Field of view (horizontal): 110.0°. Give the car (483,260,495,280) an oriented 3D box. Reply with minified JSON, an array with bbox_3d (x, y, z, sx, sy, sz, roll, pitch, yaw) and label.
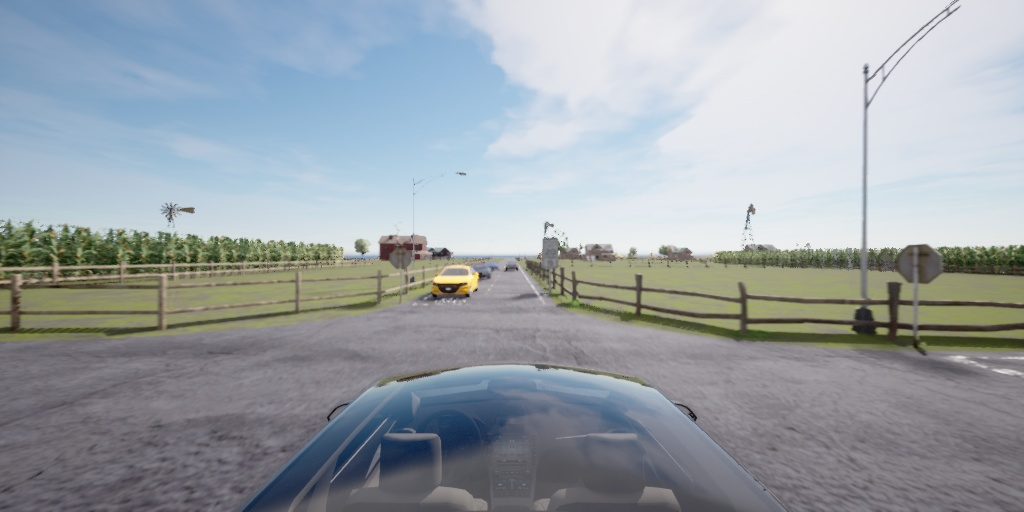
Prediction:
[{"bbox_3d":[-2.846,1.364,32.195,1.994,1.385,4.181,0,0,0],"label":"car"}]

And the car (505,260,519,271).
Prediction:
[{"bbox_3d":[0.002,1.378,50.290,2.033,1.411,5.357,0,0,0],"label":"car"}]

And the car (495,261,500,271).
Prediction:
[{"bbox_3d":[-2.791,1.357,50.715,1.812,1.442,4.674,0,0,1],"label":"car"}]

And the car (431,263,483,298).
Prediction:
[{"bbox_3d":[-2.884,1.257,19.103,1.882,1.535,5.008,0,0,1],"label":"car"}]
